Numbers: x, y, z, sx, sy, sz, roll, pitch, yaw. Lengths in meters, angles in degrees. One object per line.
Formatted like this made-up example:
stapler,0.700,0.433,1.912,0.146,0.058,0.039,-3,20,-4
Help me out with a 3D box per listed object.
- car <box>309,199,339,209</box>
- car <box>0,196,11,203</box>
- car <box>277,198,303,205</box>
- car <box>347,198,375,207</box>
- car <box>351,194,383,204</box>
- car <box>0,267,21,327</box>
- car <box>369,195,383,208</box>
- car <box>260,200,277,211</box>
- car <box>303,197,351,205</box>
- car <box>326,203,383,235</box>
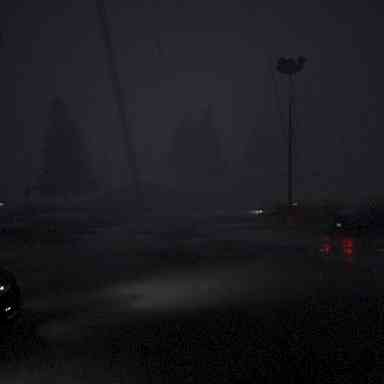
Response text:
car,18.728,1.668,47.223,4.181,1.385,1.994,0,0,-35
car,-37.942,1.573,66.834,1.994,1.385,4.181,0,0,-11
car,12.535,1.457,38.597,4.553,1.767,2.097,0,0,-35
car,26.989,1.654,53.018,4.718,1.301,1.895,-1,0,-35
car,22.643,1.326,41.418,5.566,2.045,2.150,0,0,-35
car,-5.046,1.484,4.446,4.902,1.511,2.128,0,0,-35
car,28.844,1.408,50.044,4.553,1.767,2.097,-1,0,-35
car,10.492,1.669,41.439,4.181,1.385,1.994,0,0,-35
car,14.554,1.458,35.738,4.553,1.767,2.097,0,0,-35
car,9.851,1.612,19.387,4.674,1.442,1.812,0,0,-36
